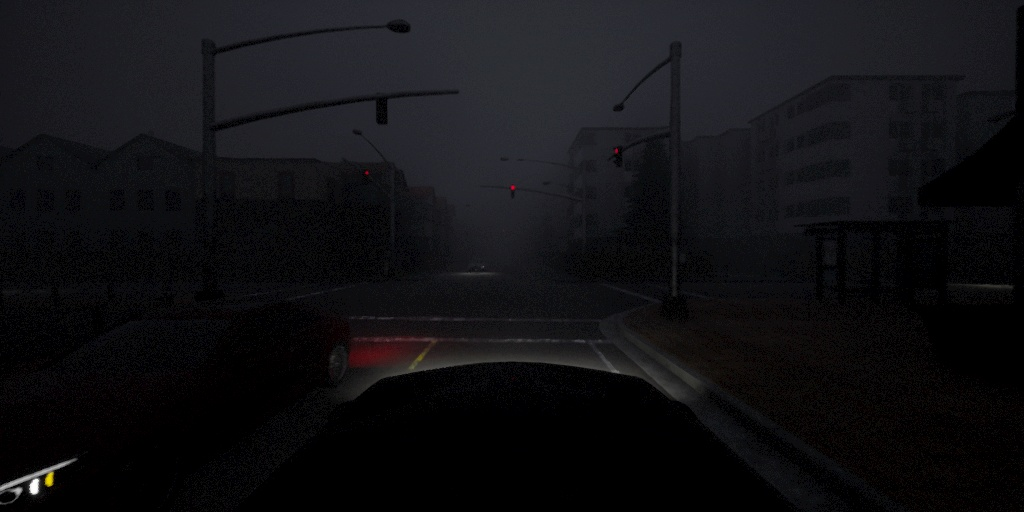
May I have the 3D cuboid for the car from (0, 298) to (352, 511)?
[{"bbox_3d":[-3.499,1.286,4.088,1.812,1.442,4.674,0,1,0],"label":"car"}]

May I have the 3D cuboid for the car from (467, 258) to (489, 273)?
[{"bbox_3d":[-3.566,0.999,37.706,1.812,1.442,4.674,0,2,0],"label":"car"}]
